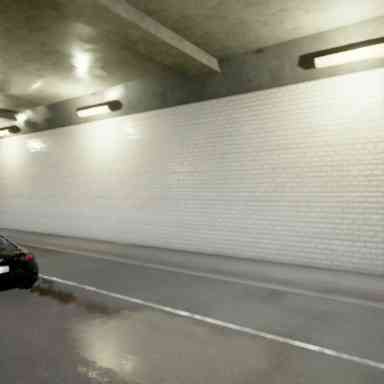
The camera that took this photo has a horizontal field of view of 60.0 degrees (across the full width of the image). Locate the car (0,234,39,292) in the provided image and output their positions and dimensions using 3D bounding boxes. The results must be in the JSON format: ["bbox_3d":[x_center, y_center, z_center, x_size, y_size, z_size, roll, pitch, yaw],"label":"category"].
[{"bbox_3d":[-5.537,1.561,7.943,4.181,1.385,1.994,0,0,35],"label":"car"}]
